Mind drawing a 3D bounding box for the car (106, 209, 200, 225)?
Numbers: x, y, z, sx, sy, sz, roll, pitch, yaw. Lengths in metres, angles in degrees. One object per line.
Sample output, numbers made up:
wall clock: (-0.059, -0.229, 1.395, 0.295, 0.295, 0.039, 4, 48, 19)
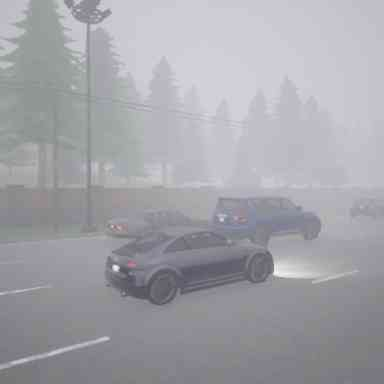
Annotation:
car: (-1.375, 1.511, 15.663, 5.357, 1.411, 2.033, 0, 0, -36)

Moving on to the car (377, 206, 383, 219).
car: (7.209, 1.301, 8.890, 4.553, 1.767, 2.097, 0, 0, -35)

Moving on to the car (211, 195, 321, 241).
car: (3.362, 1.169, 14.742, 5.566, 2.045, 2.150, 0, 0, -36)

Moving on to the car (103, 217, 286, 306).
car: (0.044, 1.542, 8.077, 4.181, 1.385, 1.994, 0, 0, -35)

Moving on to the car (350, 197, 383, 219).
car: (15.045, 1.222, 27.375, 4.553, 1.767, 2.097, 0, 0, -36)
